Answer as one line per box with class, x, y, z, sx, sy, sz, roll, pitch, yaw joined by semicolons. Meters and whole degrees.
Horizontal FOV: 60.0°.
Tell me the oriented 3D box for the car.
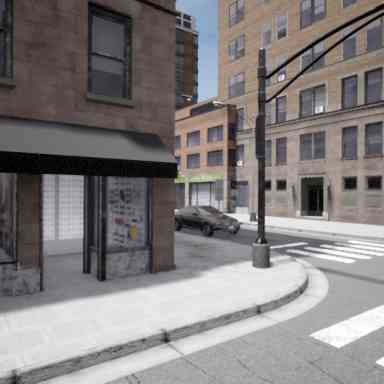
car;0.574;1.443;17.900;1.812;1.442;4.674;0;0;-34
